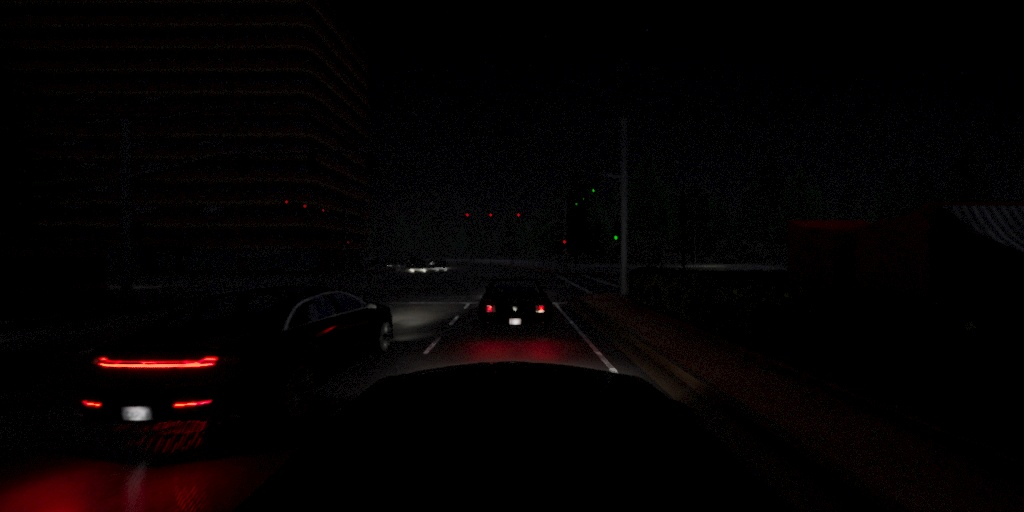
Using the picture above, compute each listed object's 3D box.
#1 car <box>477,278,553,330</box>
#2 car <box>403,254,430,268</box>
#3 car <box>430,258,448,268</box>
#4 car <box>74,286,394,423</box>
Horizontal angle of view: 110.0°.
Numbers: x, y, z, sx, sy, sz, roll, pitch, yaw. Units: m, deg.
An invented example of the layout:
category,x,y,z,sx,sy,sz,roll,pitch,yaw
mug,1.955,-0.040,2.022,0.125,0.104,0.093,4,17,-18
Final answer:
category,x,y,z,sx,sy,sz,roll,pitch,yaw
car,0.098,1.302,10.955,1.895,1.301,4.718,0,0,0
car,-14.033,0.708,52.226,2.150,2.045,5.566,0,0,-25
car,-11.339,1.022,54.797,2.033,1.411,5.357,0,0,-26
car,-3.431,1.221,5.718,2.128,1.511,4.902,0,0,0
